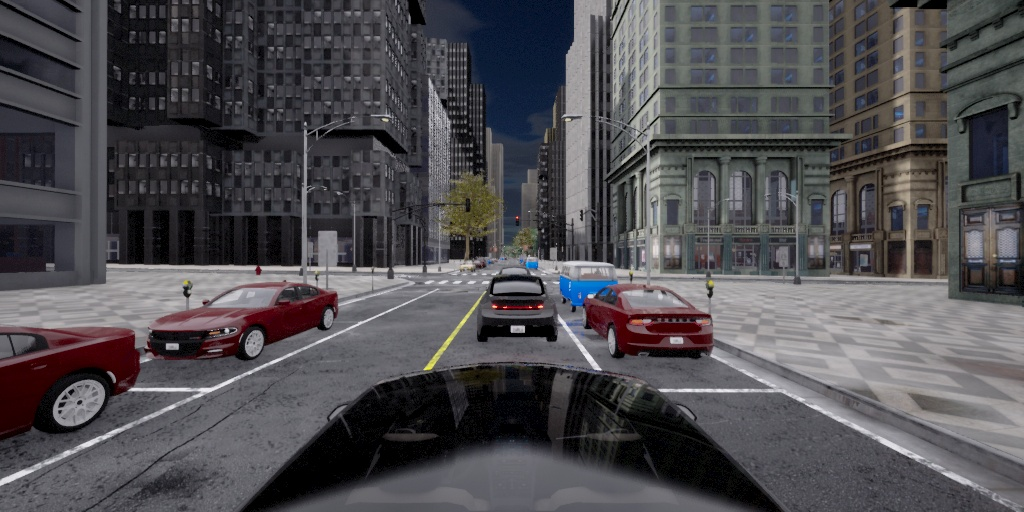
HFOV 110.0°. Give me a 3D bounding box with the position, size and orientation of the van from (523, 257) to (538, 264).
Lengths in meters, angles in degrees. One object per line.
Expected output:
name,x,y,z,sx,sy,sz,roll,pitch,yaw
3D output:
van,2.874,1.116,51.807,1.690,1.789,3.998,0,0,0

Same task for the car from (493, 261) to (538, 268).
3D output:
car,0.134,1.231,18.950,1.882,1.535,5.008,0,0,0

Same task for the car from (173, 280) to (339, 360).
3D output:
car,-5.765,1.296,8.335,1.888,1.381,4.507,0,0,0

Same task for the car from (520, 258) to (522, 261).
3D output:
car,2.897,1.331,62.633,1.888,1.381,4.507,0,0,0

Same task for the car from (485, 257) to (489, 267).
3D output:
car,-5.628,1.100,62.297,2.192,1.841,5.009,0,0,0

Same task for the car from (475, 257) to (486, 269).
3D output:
car,-5.640,1.325,57.008,1.888,1.381,4.507,0,0,0

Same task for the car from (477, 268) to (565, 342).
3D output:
car,0.119,1.256,9.774,1.837,1.490,4.892,0,0,0

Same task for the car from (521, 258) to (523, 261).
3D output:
car,2.886,1.346,57.220,1.948,1.339,4.313,0,0,0

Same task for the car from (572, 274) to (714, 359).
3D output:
car,2.790,1.296,8.298,1.888,1.381,4.507,0,0,0

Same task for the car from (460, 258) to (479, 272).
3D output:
car,-5.670,1.296,46.258,1.751,1.417,4.829,0,0,0

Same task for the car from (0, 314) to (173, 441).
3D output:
car,-5.776,1.295,2.810,1.888,1.381,4.507,0,0,0

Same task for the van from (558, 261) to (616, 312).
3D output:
van,2.803,1.093,13.823,1.690,1.789,3.998,0,0,0
